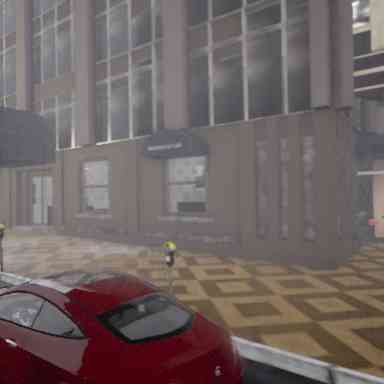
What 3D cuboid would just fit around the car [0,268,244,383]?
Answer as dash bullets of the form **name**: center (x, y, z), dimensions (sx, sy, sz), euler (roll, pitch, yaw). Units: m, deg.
- **car**: center (-1.447, 1.587, 3.914), dimensions (4.206, 1.307, 1.802), euler (0, -1, 35)
